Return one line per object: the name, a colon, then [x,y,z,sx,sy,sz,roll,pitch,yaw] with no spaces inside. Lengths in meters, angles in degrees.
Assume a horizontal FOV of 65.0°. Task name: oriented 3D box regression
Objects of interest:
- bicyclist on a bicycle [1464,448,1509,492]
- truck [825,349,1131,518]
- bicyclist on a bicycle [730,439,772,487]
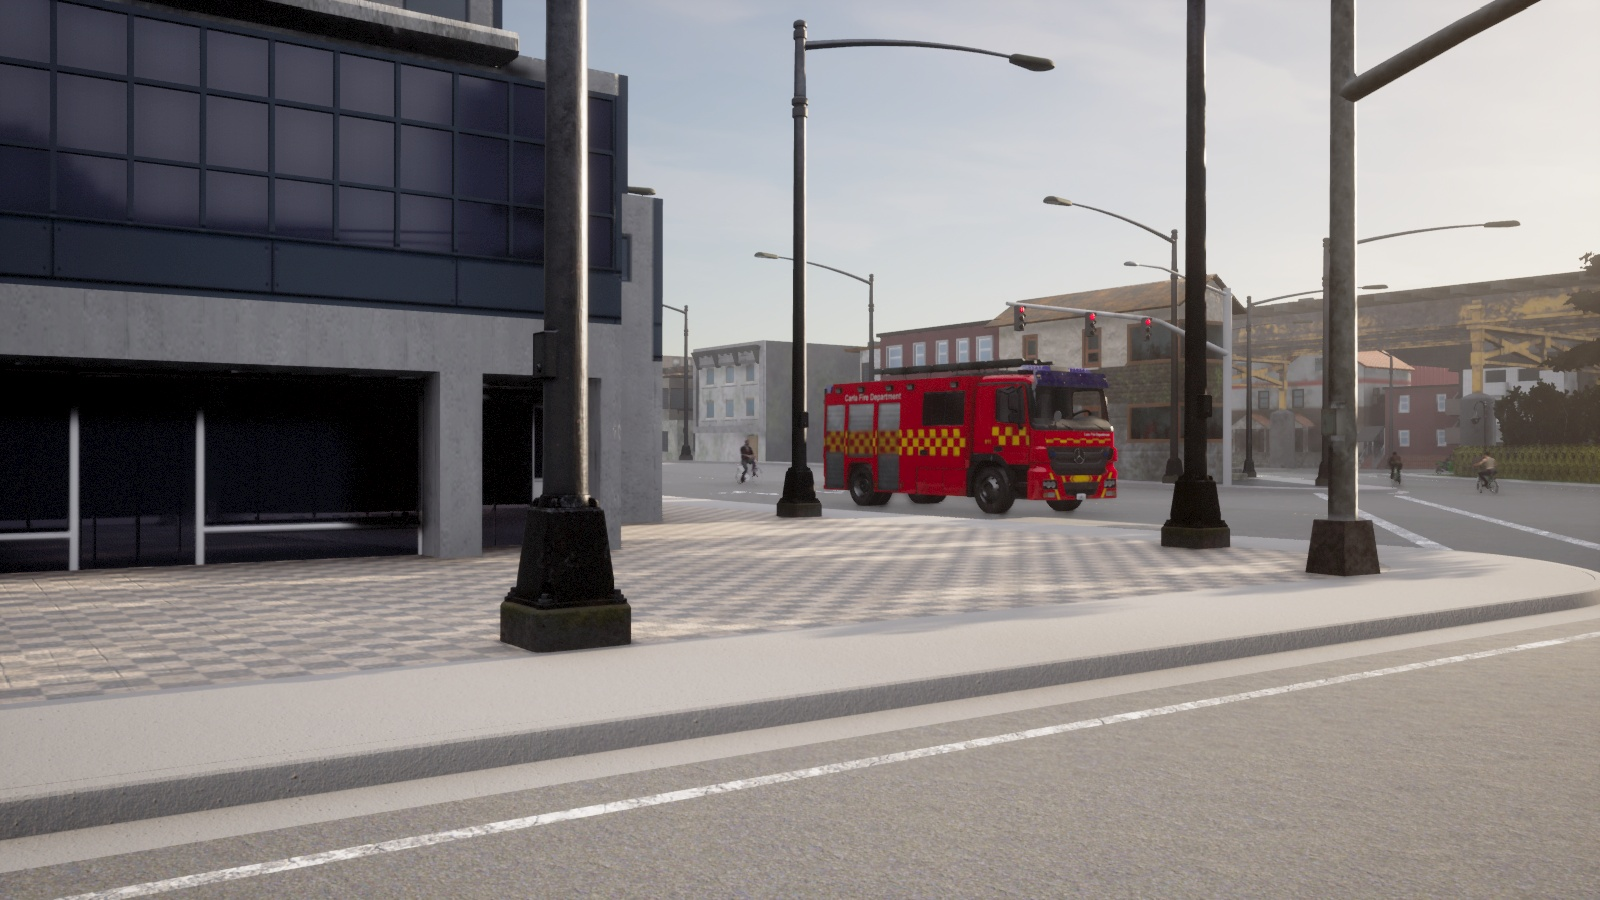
bicyclist on a bicycle: [25.807,0.743,47.232,0.866,1.612,1.509,-1,0,2]
truck: [4.321,-0.402,32.764,2.891,3.827,8.468,0,0,-35]
bicyclist on a bicycle: [-1.870,0.486,47.600,0.659,1.776,1.843,0,1,-35]
